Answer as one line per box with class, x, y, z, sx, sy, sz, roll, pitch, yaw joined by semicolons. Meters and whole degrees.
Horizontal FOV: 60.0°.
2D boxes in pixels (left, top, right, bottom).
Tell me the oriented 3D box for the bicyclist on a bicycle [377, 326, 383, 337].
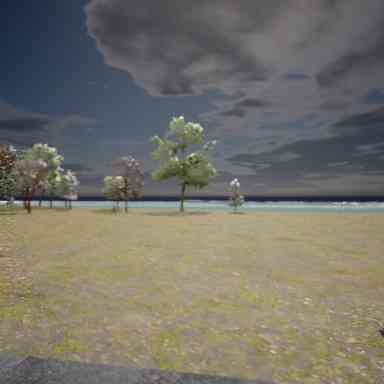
bicyclist on a bicycle;1.280;1.491;1.704;1.656;1.620;0.582;0;-1;10
